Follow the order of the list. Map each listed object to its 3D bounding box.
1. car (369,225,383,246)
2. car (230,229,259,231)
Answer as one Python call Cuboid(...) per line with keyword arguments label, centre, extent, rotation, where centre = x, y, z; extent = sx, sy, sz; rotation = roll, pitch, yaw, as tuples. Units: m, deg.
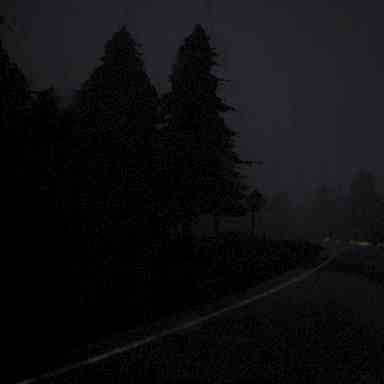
Cuboid(label="car", centre=(13.021, 2.847, 21.389), extent=(2.128, 1.511, 4.902), rotation=(3, -5, 11))
Cuboid(label="car", centre=(5.758, 5.337, 41.718), extent=(1.895, 1.301, 4.718), rotation=(6, -9, -32))
